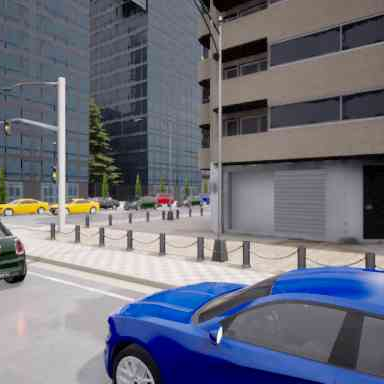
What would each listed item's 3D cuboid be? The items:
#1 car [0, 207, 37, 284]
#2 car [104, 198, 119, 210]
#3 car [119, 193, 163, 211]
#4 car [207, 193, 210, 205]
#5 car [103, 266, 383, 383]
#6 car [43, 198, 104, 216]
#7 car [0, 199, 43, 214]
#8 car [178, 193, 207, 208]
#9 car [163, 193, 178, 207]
[{"bbox_3d":[-6.209,1.352,8.413,4.553,1.767,2.097,0,0,36],"label":"car"},{"bbox_3d":[-10.807,1.436,39.524,2.128,1.511,4.902,0,0,36],"label":"car"},{"bbox_3d":[-6.095,1.296,40.064,2.097,1.767,4.553,0,0,36],"label":"car"},{"bbox_3d":[1.127,1.166,55.958,2.150,2.045,5.566,0,0,36],"label":"car"},{"bbox_3d":[1.287,1.478,3.073,5.008,1.535,1.882,0,0,36],"label":"car"},{"bbox_3d":[-11.465,1.422,32.645,1.882,1.535,5.008,0,0,36],"label":"car"},{"bbox_3d":[-16.321,1.422,31.915,1.882,1.535,5.008,0,0,36],"label":"car"},{"bbox_3d":[-0.288,1.296,48.073,2.097,1.767,4.553,0,0,36],"label":"car"},{"bbox_3d":[-4.896,1.166,47.689,2.150,2.045,5.566,0,0,35],"label":"car"}]
